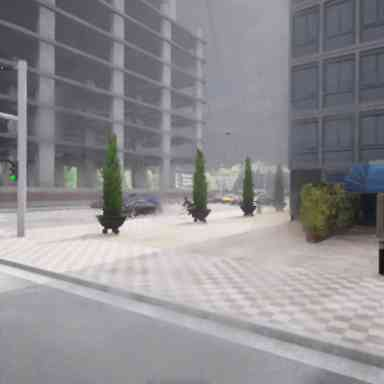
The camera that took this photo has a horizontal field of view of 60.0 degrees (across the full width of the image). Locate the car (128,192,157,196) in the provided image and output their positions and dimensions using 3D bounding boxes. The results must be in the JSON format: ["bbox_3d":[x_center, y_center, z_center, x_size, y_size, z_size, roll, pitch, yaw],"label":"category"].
[{"bbox_3d":[-6.082,1.022,37.871,2.150,2.045,5.566,1,0,36],"label":"car"}]

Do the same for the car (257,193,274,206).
[{"bbox_3d":[11.510,1.346,49.980,2.128,1.511,4.902,1,0,36],"label":"car"}]

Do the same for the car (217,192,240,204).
[{"bbox_3d":[6.750,1.280,55.465,1.882,1.535,5.008,1,0,36],"label":"car"}]

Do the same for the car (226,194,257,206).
[{"bbox_3d":[7.639,1.428,50.616,1.895,1.301,4.718,1,0,36],"label":"car"}]

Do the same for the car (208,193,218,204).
[{"bbox_3d":[3.640,1.301,57.145,1.812,1.442,4.674,1,0,36],"label":"car"}]

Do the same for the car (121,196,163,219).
[{"bbox_3d":[-4.486,1.346,27.821,2.128,1.511,4.902,1,0,36],"label":"car"}]

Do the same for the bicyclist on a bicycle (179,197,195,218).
[{"bbox_3d":[-0.367,1.190,25.327,1.656,1.620,0.582,0,0,36],"label":"bicyclist on a bicycle"}]

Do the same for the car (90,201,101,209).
[{"bbox_3d":[-9.736,1.339,38.793,1.994,1.385,4.181,1,0,36],"label":"car"}]
